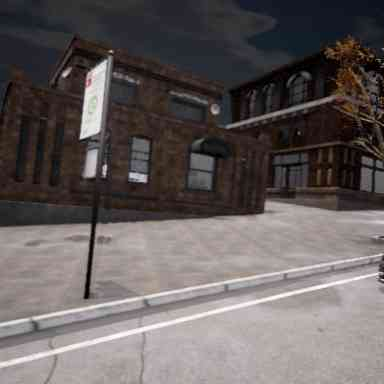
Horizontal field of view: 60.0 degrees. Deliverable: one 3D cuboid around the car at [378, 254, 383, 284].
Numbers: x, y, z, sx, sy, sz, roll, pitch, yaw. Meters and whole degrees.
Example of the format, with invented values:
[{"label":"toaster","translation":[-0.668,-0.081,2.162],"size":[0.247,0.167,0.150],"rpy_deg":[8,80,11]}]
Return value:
[{"label":"car","translation":[6.546,1.536,8.172],"size":[4.892,1.490,1.837],"rpy_deg":[0,0,-32]}]
